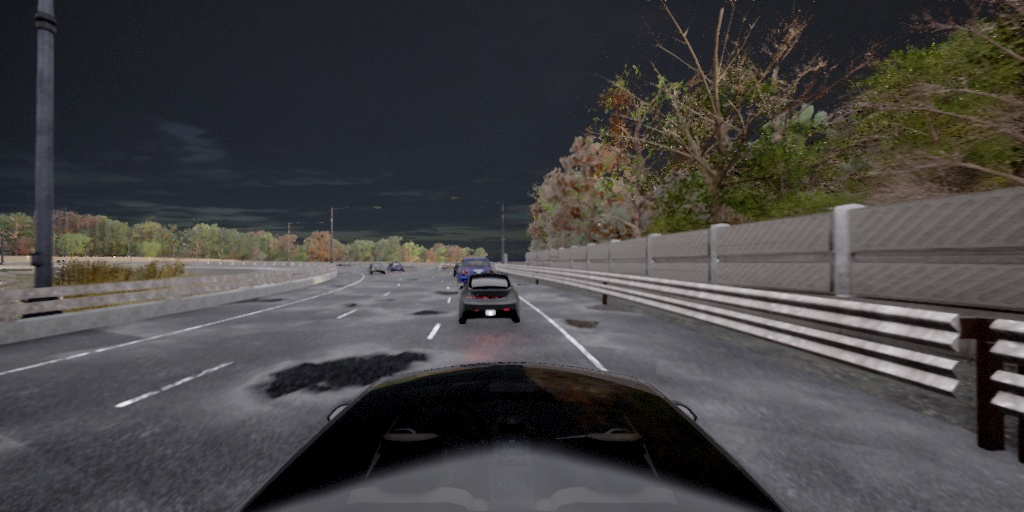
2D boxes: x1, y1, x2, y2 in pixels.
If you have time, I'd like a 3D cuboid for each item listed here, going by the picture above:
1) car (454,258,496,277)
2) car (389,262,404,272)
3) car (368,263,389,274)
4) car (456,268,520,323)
[{"bbox_3d":[-2.597,1.147,24.436,2.150,2.045,5.566,0,0,-12],"label":"car"},{"bbox_3d":[-17.781,1.706,54.621,1.812,1.442,4.674,0,-1,-29],"label":"car"},{"bbox_3d":[-18.109,1.677,47.789,2.033,1.411,5.357,0,0,-26],"label":"car"},{"bbox_3d":[-0.834,1.339,12.506,1.837,1.490,4.892,0,0,-5],"label":"car"}]
